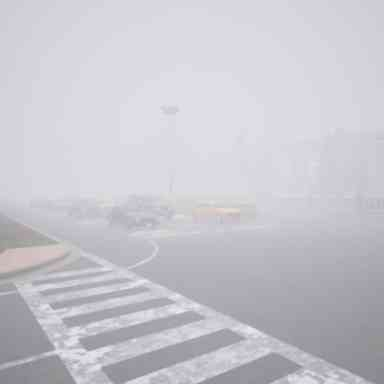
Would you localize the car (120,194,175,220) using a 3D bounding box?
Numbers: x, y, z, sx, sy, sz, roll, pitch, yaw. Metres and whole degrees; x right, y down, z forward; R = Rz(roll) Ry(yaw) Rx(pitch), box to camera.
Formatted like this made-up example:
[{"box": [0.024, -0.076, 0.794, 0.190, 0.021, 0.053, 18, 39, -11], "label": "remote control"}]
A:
[{"box": [-3.569, 1.220, 27.155, 2.150, 2.045, 5.566, 0, 0, -35], "label": "car"}]

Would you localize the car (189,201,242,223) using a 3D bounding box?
[{"box": [1.740, 1.474, 25.699, 1.882, 1.535, 5.008, 0, 0, -35], "label": "car"}]

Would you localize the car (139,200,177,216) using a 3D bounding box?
[{"box": [-3.450, 1.562, 33.046, 1.994, 1.385, 4.181, 0, 0, -36], "label": "car"}]

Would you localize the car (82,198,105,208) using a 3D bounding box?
[{"box": [-14.516, 1.566, 48.806, 1.994, 1.385, 4.181, 0, 0, -35], "label": "car"}]

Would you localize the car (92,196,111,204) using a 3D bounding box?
[{"box": [-18.056, 1.549, 66.093, 2.033, 1.411, 5.357, 0, 0, -35], "label": "car"}]

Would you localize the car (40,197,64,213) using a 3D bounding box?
[{"box": [-15.260, 1.551, 37.667, 2.033, 1.411, 5.357, 0, 0, -35], "label": "car"}]

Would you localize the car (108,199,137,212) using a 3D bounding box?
[{"box": [-8.478, 1.563, 40.205, 1.994, 1.385, 4.181, 0, 0, -35], "label": "car"}]

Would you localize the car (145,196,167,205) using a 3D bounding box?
[{"box": [-6.772, 1.501, 62.273, 1.837, 1.490, 4.892, 0, 0, -35], "label": "car"}]

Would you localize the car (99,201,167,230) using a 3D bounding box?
[{"box": [-4.006, 1.547, 21.666, 2.033, 1.411, 5.357, 0, 0, -34], "label": "car"}]

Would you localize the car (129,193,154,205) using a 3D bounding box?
[{"box": [-9.036, 1.219, 59.547, 2.150, 2.045, 5.566, 0, 0, -35], "label": "car"}]

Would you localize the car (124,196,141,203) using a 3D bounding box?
[{"box": [-12.555, 1.551, 70.436, 1.994, 1.385, 4.181, 0, 0, -35], "label": "car"}]

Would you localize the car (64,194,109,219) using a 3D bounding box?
[{"box": [-9.379, 1.353, 29.324, 2.097, 1.767, 4.553, 0, 0, -35], "label": "car"}]

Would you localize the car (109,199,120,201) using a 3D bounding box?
[{"box": [-9.575, 1.478, 35.679, 1.882, 1.535, 5.008, 0, 0, -36], "label": "car"}]

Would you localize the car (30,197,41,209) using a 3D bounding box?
[{"box": [-21.149, 1.483, 46.089, 1.882, 1.535, 5.008, 0, 0, -35], "label": "car"}]
